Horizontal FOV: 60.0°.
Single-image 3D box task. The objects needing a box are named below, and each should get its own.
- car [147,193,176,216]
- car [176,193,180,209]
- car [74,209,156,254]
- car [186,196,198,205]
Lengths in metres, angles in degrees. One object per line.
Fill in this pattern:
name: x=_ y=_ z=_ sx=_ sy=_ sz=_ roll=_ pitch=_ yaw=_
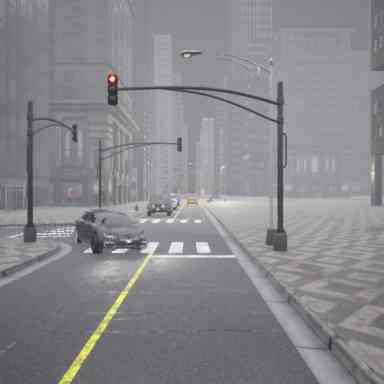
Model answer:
car: x=-3.082 y=1.220 z=32.917 sx=2.150 sy=2.045 sz=5.566 roll=0 pitch=0 yaw=0
car: x=-3.079 y=1.222 z=43.365 sx=2.150 sy=2.045 sz=5.566 roll=0 pitch=0 yaw=0
car: x=-3.473 y=1.507 z=13.720 sx=1.837 sy=1.490 sz=4.892 roll=4 pitch=-3 yaw=-32
car: x=0.024 y=1.487 z=57.595 sx=1.882 sy=1.535 sz=5.008 roll=0 pitch=0 yaw=0
